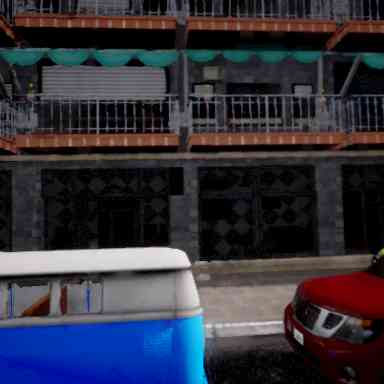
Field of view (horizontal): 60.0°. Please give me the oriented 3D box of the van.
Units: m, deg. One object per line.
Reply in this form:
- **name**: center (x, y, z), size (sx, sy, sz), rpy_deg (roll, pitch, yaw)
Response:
- **van**: center (-1.769, 1.625, 4.022), size (3.998, 1.788, 1.690), rpy_deg (-1, -3, -5)

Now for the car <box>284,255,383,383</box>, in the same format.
- **car**: center (3.870, 1.480, 4.494), size (5.009, 1.841, 2.192), rpy_deg (-1, -3, -5)
